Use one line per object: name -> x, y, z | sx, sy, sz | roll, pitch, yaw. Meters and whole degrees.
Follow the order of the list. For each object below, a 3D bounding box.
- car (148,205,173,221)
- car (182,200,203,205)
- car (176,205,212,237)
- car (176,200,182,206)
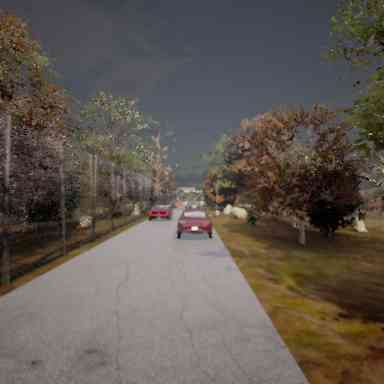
car -> -2.751, 1.870, 29.901 | 1.895, 1.301, 4.718 | 0, -1, 0
car -> 0.263, 1.827, 40.551 | 2.097, 1.767, 4.553 | 0, -1, 1
car -> 0.145, 1.641, 18.519 | 1.812, 1.442, 4.674 | 0, -1, 0
car -> -2.324, 2.500, 70.286 | 2.097, 1.767, 4.553 | 0, -1, 1
